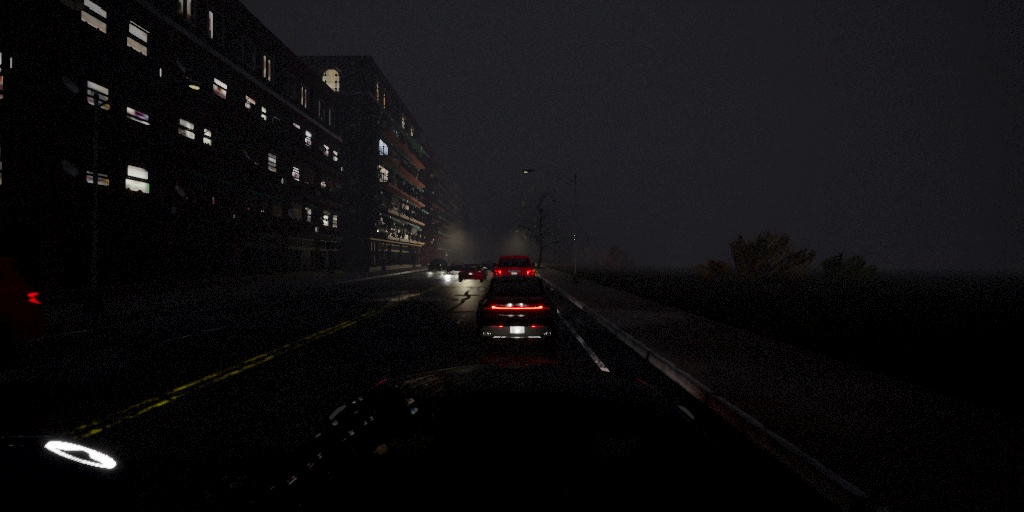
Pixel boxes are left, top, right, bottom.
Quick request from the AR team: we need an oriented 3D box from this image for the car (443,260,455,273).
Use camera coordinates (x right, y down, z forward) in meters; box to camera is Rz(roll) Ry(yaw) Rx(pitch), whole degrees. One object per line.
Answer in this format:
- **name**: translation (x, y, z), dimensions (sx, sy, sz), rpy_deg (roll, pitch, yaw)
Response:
- **car**: translation (-6.574, 1.354, 42.635), dimensions (1.895, 1.301, 4.718), rpy_deg (0, 0, 0)

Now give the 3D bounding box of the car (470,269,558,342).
- **car**: translation (0.107, 1.256, 9.727), dimensions (1.837, 1.490, 4.892), rpy_deg (0, 0, 0)

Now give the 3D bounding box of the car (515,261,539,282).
- **car**: translation (1.157, 1.209, 30.482), dimensions (1.801, 1.575, 5.366), rpy_deg (0, 0, 0)

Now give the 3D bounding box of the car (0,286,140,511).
- **car**: translation (-3.151, 1.103, 0.101), dimensions (2.097, 1.767, 4.553), rpy_deg (0, 0, 0)

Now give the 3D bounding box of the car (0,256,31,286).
- **car**: translation (-9.848, 0.972, 4.324), dimensions (2.150, 2.045, 5.566), rpy_deg (0, 0, 0)

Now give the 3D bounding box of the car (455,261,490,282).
- **car**: translation (-3.133, 1.318, 29.107), dimensions (1.994, 1.385, 4.181), rpy_deg (0, 0, 0)

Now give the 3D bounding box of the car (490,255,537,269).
- **car**: translation (0.112, 0.975, 20.074), dimensions (2.150, 2.045, 5.566), rpy_deg (0, 0, 0)

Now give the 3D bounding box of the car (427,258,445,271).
- **car**: translation (-9.817, 1.105, 47.724), dimensions (2.097, 1.767, 4.553), rpy_deg (0, 0, 0)
